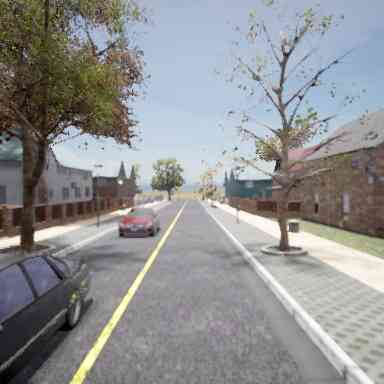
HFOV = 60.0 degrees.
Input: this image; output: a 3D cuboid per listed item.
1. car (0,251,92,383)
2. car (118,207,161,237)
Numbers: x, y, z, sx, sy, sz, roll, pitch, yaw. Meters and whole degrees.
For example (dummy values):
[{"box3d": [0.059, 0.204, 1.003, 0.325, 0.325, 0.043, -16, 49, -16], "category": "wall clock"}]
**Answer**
[{"box3d": [-2.849, 1.563, 4.240, 2.033, 1.411, 5.357, 0, 0, 0], "category": "car"}, {"box3d": [-2.833, 1.589, 18.746, 1.812, 1.442, 4.674, 0, 0, 0], "category": "car"}]
